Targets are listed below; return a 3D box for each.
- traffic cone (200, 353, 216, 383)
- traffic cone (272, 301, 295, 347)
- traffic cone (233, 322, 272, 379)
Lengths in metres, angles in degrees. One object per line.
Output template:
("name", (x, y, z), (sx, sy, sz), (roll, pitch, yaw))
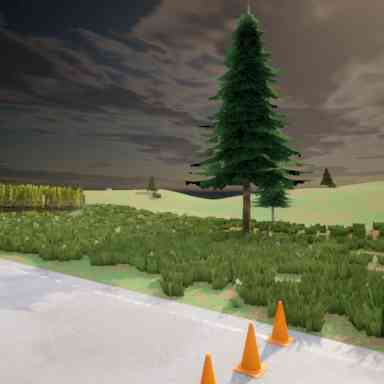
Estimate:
("traffic cone", (0.167, 1.955, 3.415), (0.340, 0.580, 0.340), (0, 0, 36))
("traffic cone", (1.336, 1.955, 5.038), (0.340, 0.580, 0.340), (0, 0, 36))
("traffic cone", (0.751, 1.955, 4.226), (0.340, 0.580, 0.340), (0, 0, 36))
